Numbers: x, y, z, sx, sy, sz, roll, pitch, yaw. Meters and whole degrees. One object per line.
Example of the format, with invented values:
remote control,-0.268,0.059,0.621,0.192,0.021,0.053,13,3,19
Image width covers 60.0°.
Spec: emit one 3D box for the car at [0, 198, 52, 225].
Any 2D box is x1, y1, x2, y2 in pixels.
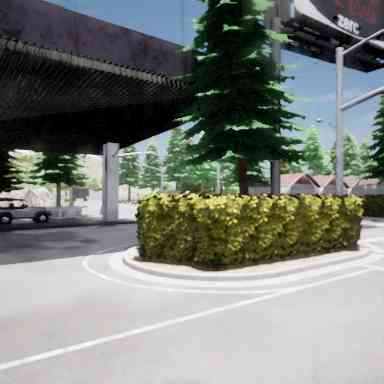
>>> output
car,-12.084,1.325,23.399,3.866,1.878,1.905,0,0,-36
